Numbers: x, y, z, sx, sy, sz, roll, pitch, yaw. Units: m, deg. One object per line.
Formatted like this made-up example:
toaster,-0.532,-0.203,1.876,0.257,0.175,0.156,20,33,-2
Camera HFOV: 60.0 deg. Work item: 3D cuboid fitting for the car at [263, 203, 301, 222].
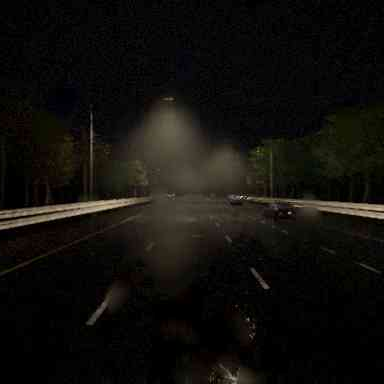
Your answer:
car,7.033,1.566,26.382,2.033,1.411,5.357,0,0,0

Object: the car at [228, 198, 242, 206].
car,7.149,1.612,55.782,1.994,1.385,4.181,0,0,0
